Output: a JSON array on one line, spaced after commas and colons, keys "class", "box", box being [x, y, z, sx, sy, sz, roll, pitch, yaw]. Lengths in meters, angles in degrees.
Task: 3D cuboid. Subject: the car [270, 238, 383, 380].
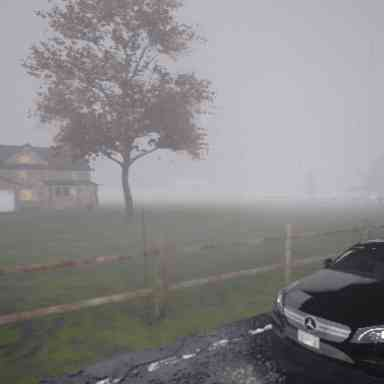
[{"class": "car", "box": [3.325, 1.536, 5.384, 4.674, 1.442, 1.812, 0, 0, -35]}]
